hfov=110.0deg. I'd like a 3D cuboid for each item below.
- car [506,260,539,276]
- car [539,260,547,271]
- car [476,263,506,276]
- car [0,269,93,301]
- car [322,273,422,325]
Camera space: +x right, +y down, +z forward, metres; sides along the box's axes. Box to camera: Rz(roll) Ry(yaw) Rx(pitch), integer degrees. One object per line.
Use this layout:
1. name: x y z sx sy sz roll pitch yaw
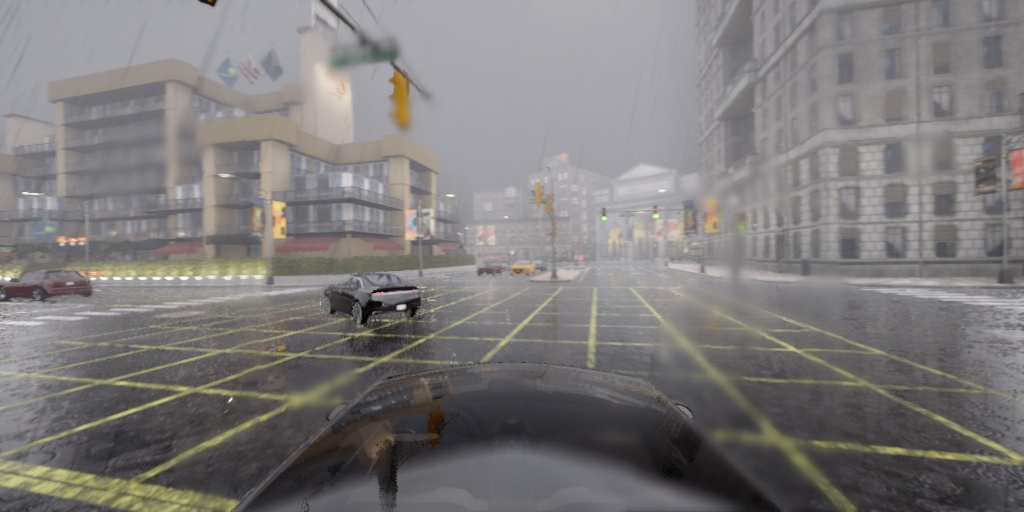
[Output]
1. car: 1.184 1.217 37.631 1.882 1.535 5.008 -1 0 14
2. car: 3.373 1.226 46.712 1.812 1.442 4.674 -1 0 14
3. car: -2.223 1.406 38.401 1.895 1.301 4.718 -1 0 14
4. car: -27.290 1.632 20.965 4.553 1.767 2.097 -1 0 14
5. car: -4.965 1.340 12.376 2.128 1.511 4.902 -1 0 -44
